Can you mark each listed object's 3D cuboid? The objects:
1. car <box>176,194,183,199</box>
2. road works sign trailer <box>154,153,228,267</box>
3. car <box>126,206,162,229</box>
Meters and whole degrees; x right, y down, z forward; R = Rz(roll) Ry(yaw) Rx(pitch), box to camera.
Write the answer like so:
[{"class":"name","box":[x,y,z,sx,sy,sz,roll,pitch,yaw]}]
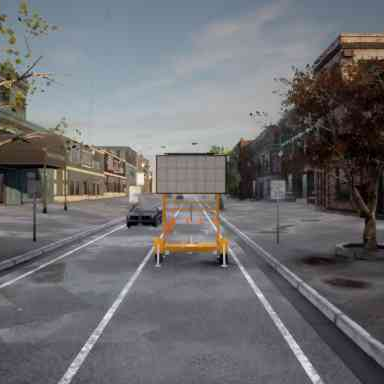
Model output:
[{"class":"car","box":[-3.224,1.249,86.196,1.895,1.301,4.718,0,1,0]},{"class":"road works sign trailer","box":[-0.028,0.466,11.411,2.380,3.560,2.880,0,0,0]},{"class":"car","box":[-3.055,1.604,21.846,1.895,1.301,4.718,0,0,0]}]
